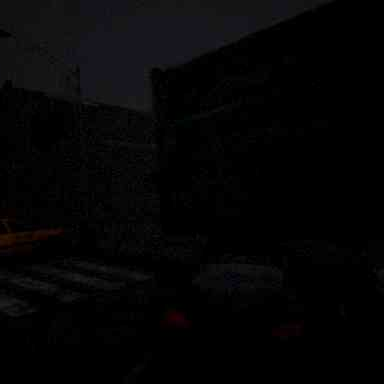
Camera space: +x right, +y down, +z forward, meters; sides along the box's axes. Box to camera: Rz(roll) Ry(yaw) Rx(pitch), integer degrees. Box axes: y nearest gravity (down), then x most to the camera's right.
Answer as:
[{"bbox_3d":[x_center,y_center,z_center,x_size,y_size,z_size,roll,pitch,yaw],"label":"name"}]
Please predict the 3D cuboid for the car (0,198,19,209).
[{"bbox_3d":[-8.905,1.240,12.416,2.435,2.045,5.566,1,-1,15],"label":"car"}]

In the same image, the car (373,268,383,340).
[{"bbox_3d":[3.407,1.526,3.677,2.002,1.452,4.674,1,-1,16],"label":"car"}]

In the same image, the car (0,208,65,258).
[{"bbox_3d":[-6.381,1.490,10.876,1.946,1.575,5.366,0,-1,15],"label":"car"}]

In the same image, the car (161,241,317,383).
[{"bbox_3d":[0.942,1.527,5.437,2.002,1.452,4.674,0,-1,16],"label":"car"}]
